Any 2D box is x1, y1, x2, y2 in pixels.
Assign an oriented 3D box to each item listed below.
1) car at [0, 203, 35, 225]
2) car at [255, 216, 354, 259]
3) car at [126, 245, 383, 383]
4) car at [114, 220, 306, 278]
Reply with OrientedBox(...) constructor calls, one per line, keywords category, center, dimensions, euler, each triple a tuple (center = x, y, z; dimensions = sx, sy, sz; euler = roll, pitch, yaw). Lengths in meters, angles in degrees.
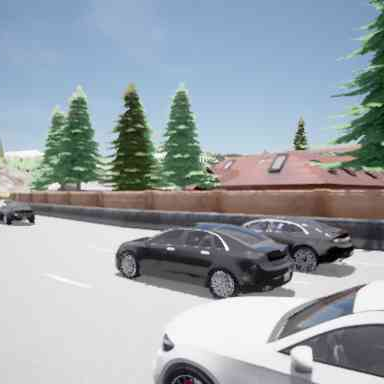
OrientedBox(category="car", center=(-13.588, 1.628, 25.391), dimensions=(1.837, 1.490, 4.892), euler=(0, 0, -44))
OrientedBox(category="car", center=(2.606, 1.539, 10.920), dimensions=(4.902, 1.511, 2.128), euler=(0, 0, 37))
OrientedBox(category="car", center=(1.774, 1.538, 2.816), dimensions=(4.674, 1.442, 1.812), euler=(0, 0, 36))
OrientedBox(category="car", center=(0.067, 1.543, 8.455), dimensions=(4.892, 1.490, 1.837), euler=(0, 0, 37))
